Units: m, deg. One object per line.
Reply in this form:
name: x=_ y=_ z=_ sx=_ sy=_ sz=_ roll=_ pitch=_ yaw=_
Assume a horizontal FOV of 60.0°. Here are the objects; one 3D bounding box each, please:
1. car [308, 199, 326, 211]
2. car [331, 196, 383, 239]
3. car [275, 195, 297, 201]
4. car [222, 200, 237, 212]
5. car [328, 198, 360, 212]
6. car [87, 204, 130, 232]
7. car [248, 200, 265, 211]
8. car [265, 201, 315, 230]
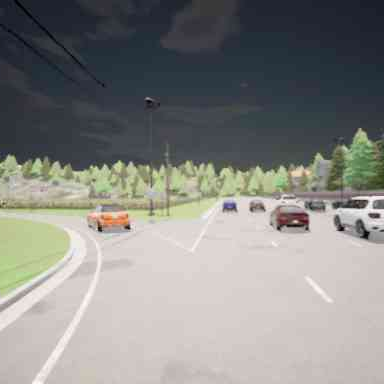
car: x=15.288 y=1.613 z=41.615 sx=2.128 sy=1.511 sz=4.902 roll=-1 pitch=0 yaw=6
car: x=9.290 y=1.235 z=17.418 sx=2.150 sy=2.045 sz=5.566 roll=-1 pitch=0 yaw=6
car: x=11.767 y=1.391 z=41.629 sx=2.150 sy=2.045 sz=5.566 roll=-1 pitch=0 yaw=6
car: x=5.026 y=1.760 z=44.466 sx=1.882 sy=1.535 sz=5.008 roll=-1 pitch=0 yaw=6
car: x=18.769 y=1.564 z=41.255 sx=2.128 sy=1.511 sz=4.902 roll=-1 pitch=0 yaw=6
car: x=-5.785 y=1.611 z=22.704 sx=2.097 sy=1.767 sz=4.553 roll=-1 pitch=0 yaw=-27
car: x=8.452 y=1.755 z=43.563 sx=1.812 sy=1.442 sz=4.674 roll=-1 pitch=0 yaw=6
car: x=6.203 y=1.566 z=21.588 sx=1.882 sy=1.535 sz=5.008 roll=-1 pitch=0 yaw=6
